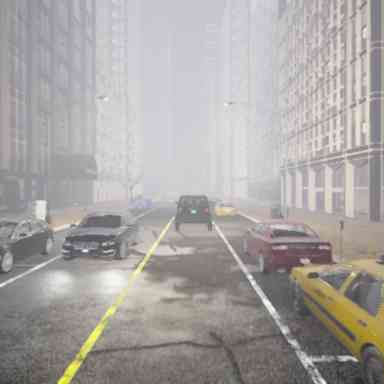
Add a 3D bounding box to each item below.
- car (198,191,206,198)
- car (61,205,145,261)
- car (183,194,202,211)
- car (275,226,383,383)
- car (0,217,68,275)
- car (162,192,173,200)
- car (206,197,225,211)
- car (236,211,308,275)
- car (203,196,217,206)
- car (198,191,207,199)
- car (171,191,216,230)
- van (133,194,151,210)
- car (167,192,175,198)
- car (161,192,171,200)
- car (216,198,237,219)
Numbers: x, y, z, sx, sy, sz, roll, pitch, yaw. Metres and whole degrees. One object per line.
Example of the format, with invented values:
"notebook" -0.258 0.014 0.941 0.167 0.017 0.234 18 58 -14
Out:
"car" 2.648 0.759 89.927 2.192 1.841 5.009 0 0 0
"car" -3.104 1.441 12.101 1.837 1.490 4.892 0 0 0
"car" 0.081 1.137 38.396 2.097 1.767 4.553 0 0 0
"car" 2.684 1.501 4.624 1.752 1.417 4.829 0 0 0
"car" -5.698 1.497 10.151 2.008 1.369 4.403 0 0 0
"car" -5.728 0.840 78.530 2.192 1.841 5.009 0 0 0
"car" 2.670 1.351 38.644 1.947 1.339 4.313 0 0 0
"car" 2.682 1.491 10.152 1.887 1.381 4.507 0 0 0
"car" 2.665 1.280 50.040 1.947 1.339 4.313 0 0 0
"car" 2.651 0.800 84.228 2.192 1.841 5.009 0 0 0
"car" 0.088 1.114 20.439 2.150 2.045 5.566 0 1 0
"van" -5.711 1.125 38.643 1.690 1.788 3.998 0 0 0
"car" -5.732 0.883 89.926 1.967 1.590 4.097 0 0 0
"car" -5.725 1.110 72.833 1.887 1.381 4.507 0 0 0
"car" 2.675 1.376 27.417 1.752 1.417 4.829 0 0 0
